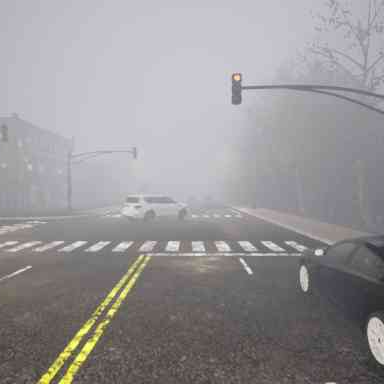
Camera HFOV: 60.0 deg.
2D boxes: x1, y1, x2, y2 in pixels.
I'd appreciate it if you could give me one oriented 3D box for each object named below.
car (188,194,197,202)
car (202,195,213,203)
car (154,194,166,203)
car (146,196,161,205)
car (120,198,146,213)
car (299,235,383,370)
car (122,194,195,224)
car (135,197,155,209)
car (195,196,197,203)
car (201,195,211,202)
[{"bbox_3d":[0.022,1.315,79.121,2.097,1.767,4.553,0,0,0],"label":"car"},{"bbox_3d":[3.370,1.470,68.991,1.837,1.490,4.892,0,0,0],"label":"car"},{"bbox_3d":[-6.494,1.319,68.257,2.097,1.767,4.553,0,0,0],"label":"car"},{"bbox_3d":[-6.567,1.451,57.304,1.882,1.535,5.008,0,0,1],"label":"car"},{"bbox_3d":[-6.581,1.476,37.613,2.128,1.511,4.902,0,0,0],"label":"car"},{"bbox_3d":[3.344,1.476,5.663,1.882,1.535,5.008,0,0,1],"label":"car"},{"bbox_3d":[-2.657,1.214,25.301,2.150,2.045,5.566,1,1,44],"label":"car"},{"bbox_3d":[-6.577,1.471,47.071,2.128,1.511,4.902,0,0,0],"label":"car"},{"bbox_3d":[0.123,1.514,68.637,2.033,1.411,5.357,0,0,0],"label":"car"},{"bbox_3d":[3.270,1.485,79.178,2.128,1.511,4.902,0,0,0],"label":"car"}]
